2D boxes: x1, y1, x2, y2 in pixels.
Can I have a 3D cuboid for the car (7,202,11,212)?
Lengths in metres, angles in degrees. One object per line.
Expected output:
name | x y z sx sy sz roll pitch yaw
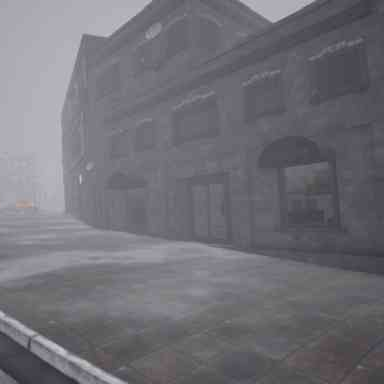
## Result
car | -28.843 2.367 53.500 2.097 1.767 4.553 -3 -1 -4

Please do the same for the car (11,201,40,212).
car | -25.092 2.105 50.934 2.097 1.767 4.553 -3 -1 -4

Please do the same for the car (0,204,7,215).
car | -23.902 2.040 38.548 1.837 1.490 4.892 -3 0 -6
